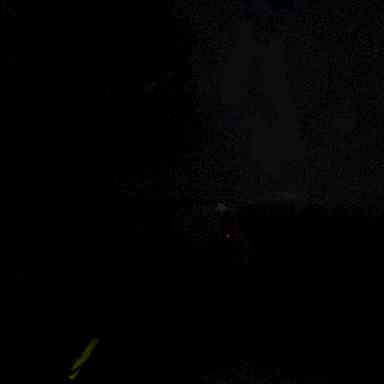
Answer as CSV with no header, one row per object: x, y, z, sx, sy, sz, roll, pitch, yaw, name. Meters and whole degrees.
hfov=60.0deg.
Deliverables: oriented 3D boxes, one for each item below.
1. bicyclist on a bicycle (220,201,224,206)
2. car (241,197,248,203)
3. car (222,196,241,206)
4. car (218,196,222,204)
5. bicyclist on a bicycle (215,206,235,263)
1.804,1.353,20.315,0.866,1.612,1.509,0,0,4,bicyclist on a bicycle
11.081,1.700,72.874,2.033,1.411,5.357,0,0,17,car
6.705,1.500,56.004,1.837,1.490,4.892,0,-2,14,car
6.681,1.582,68.572,1.882,1.535,5.008,0,0,15,car
1.144,1.388,10.713,0.582,1.620,1.656,0,0,3,bicyclist on a bicycle
